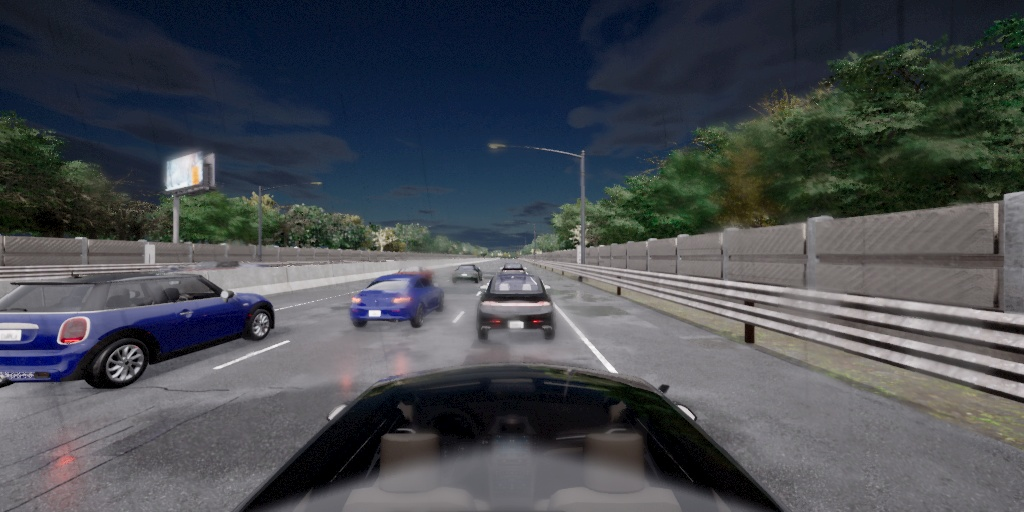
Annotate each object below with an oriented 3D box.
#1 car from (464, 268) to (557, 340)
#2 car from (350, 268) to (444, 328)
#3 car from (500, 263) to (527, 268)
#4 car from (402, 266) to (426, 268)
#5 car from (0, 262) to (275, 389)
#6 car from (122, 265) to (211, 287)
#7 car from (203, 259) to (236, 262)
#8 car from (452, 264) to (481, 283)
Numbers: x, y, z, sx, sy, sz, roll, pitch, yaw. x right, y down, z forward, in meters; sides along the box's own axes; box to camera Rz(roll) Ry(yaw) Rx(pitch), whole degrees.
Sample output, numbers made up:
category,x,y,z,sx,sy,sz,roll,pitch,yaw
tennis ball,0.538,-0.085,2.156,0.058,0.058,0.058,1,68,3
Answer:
category,x,y,z,sx,sy,sz,roll,pitch,yaw
car,0.100,1.244,9.978,2.128,1.511,4.902,0,0,0
car,-3.405,1.280,11.295,1.812,1.442,4.674,0,0,1
car,0.094,1.264,27.217,2.128,1.511,4.902,0,0,0
car,-6.905,1.370,25.639,1.895,1.301,4.718,0,0,1
car,-6.896,1.104,7.022,2.097,1.767,4.553,0,0,-1
car,-24.602,1.371,25.829,1.895,1.301,4.718,0,0,0
car,-21.101,1.120,25.263,2.097,1.767,4.553,0,0,0
car,-3.403,1.337,27.843,1.994,1.385,4.181,0,0,0
